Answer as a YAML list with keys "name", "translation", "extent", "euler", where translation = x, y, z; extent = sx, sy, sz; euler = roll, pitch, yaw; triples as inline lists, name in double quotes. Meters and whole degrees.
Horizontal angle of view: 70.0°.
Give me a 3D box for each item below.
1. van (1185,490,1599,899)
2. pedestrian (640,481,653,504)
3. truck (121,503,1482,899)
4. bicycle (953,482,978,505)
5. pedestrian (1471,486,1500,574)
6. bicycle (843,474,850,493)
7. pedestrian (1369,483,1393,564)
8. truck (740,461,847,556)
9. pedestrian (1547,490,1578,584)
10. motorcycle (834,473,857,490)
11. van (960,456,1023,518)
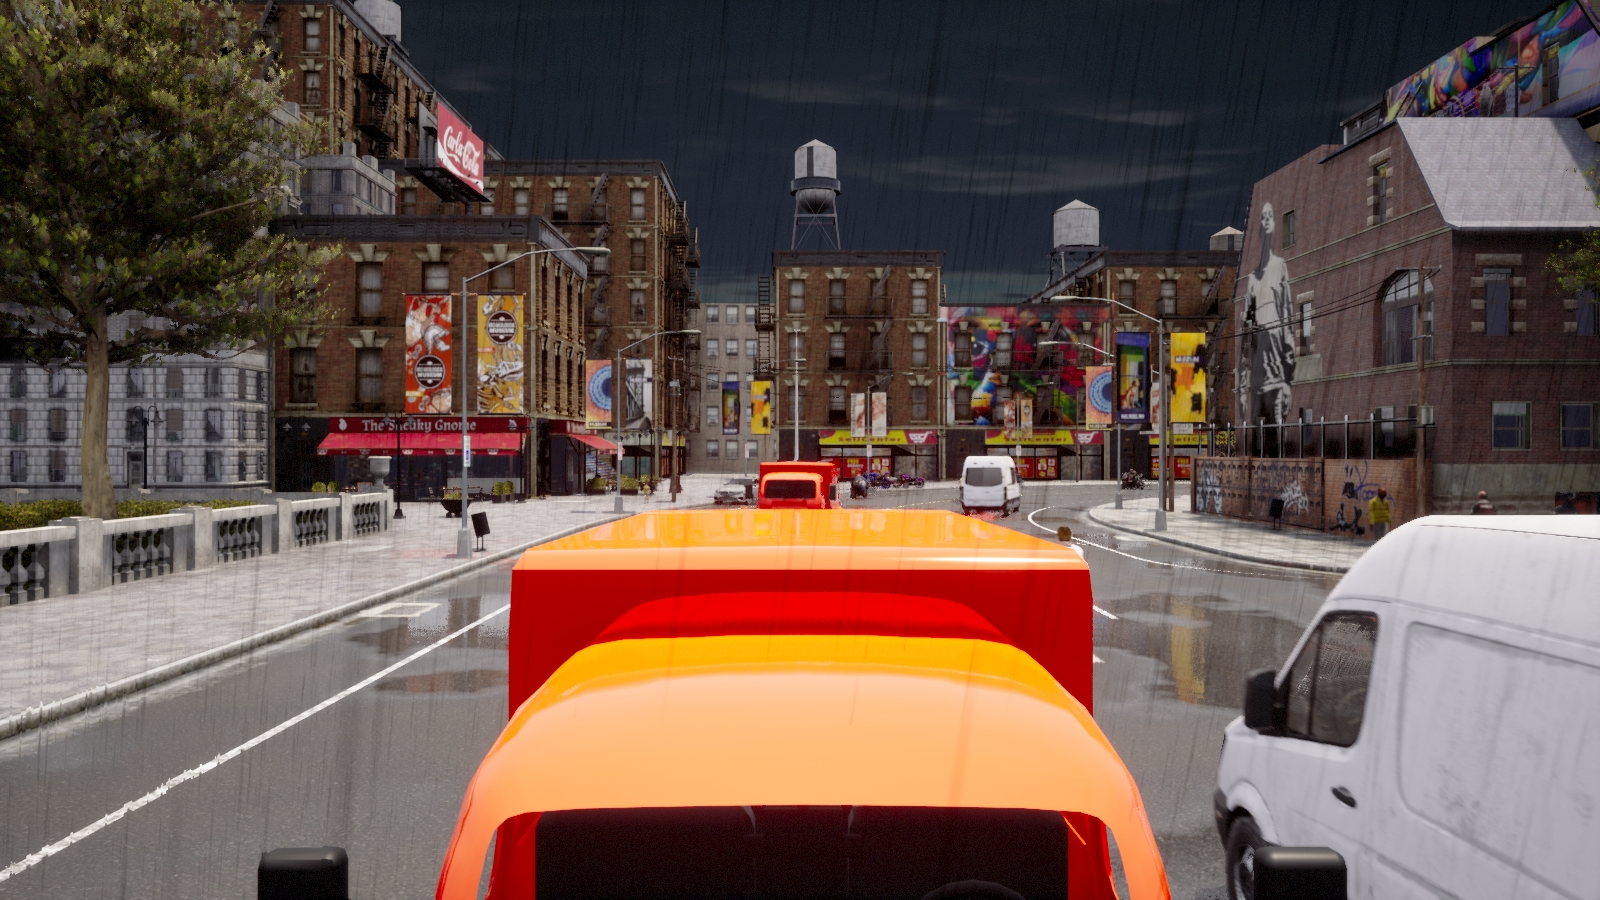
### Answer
- name: "van"
  translation: [3.514, 1.536, 4.528]
  extent: [1.988, 2.561, 5.915]
  euler: [0, 0, 0]
- name: "pedestrian"
  translation: [-7.620, 2.098, 56.683]
  extent: [0.500, 1.100, 0.500]
  euler: [0, 0, 7]
- name: "truck"
  translation: [-0.002, 1.571, 4.805]
  extent: [2.627, 2.467, 5.204]
  euler: [0, 0, 0]
- name: "bicycle"
  translation: [8.700, 2.280, 60.121]
  extent: [0.859, 1.080, 1.487]
  euler: [1, 1, 27]
- name: "pedestrian"
  translation: [14.630, 1.706, 24.392]
  extent: [0.375, 1.860, 0.375]
  euler: [0, 0, -2]
- name: "bicycle"
  translation: [3.109, 2.235, 76.449]
  extent: [0.373, 1.196, 1.643]
  euler: [0, 0, 0]
- name: "pedestrian"
  translation: [13.567, 1.707, 26.682]
  extent: [0.375, 1.860, 0.375]
  euler: [0, 0, 0]
- name: "truck"
  translation: [-0.073, 1.580, 33.292]
  extent: [2.627, 2.467, 5.204]
  euler: [0, 0, 5]
- name: "pedestrian"
  translation: [15.365, 1.739, 23.019]
  extent: [0.375, 1.860, 0.375]
  euler: [0, 0, -3]
- name: "motorcycle"
  translation: [3.278, 2.244, 82.013]
  extent: [0.803, 1.145, 2.033]
  euler: [1, 1, 29]
- name: "van"
  translation: [8.544, 1.554, 50.576]
  extent: [1.988, 2.561, 5.915]
  euler: [0, 0, 17]
